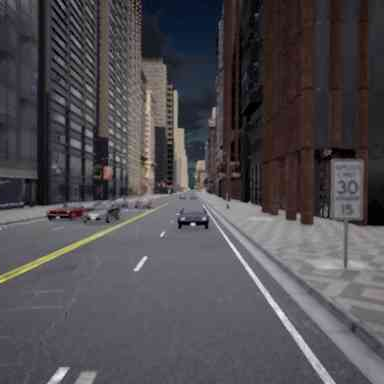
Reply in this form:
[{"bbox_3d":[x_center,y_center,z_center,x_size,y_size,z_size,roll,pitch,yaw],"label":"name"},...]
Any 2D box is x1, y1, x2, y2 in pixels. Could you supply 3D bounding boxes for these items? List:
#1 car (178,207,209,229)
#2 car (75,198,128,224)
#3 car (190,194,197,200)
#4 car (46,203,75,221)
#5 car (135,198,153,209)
[{"bbox_3d":[0.091,1.600,21.738,1.895,1.301,4.718,0,0,0],"label":"car"},{"bbox_3d":[-6.465,1.448,24.310,2.128,1.511,4.902,0,0,1],"label":"car"},{"bbox_3d":[0.433,1.466,95.516,2.128,1.511,4.902,0,0,0],"label":"car"},{"bbox_3d":[-9.694,1.535,26.311,1.895,1.301,4.718,0,0,1],"label":"car"},{"bbox_3d":[-6.307,1.492,43.895,1.812,1.442,4.674,0,0,0],"label":"car"}]
